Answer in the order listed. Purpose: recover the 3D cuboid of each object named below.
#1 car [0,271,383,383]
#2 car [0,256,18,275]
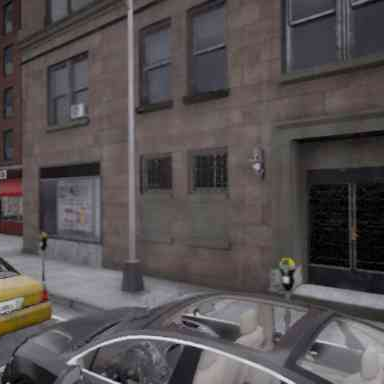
[{"bbox_3d":[0.150,1.565,2.702,4.403,1.369,2.008,-1,0,36],"label":"car"},{"bbox_3d":[-4.480,1.598,6.007,4.829,1.417,1.752,-1,0,36],"label":"car"}]
